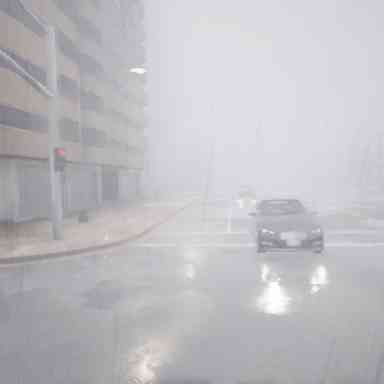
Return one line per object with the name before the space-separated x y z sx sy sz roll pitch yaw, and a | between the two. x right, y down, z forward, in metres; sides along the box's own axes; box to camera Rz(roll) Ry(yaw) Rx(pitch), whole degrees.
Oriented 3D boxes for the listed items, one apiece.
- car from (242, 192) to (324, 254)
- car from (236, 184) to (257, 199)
car | 2.934 0.970 11.115 2.128 1.511 4.902 -1 2 7
car | 5.982 -0.135 36.735 1.837 1.490 4.892 -1 3 7
